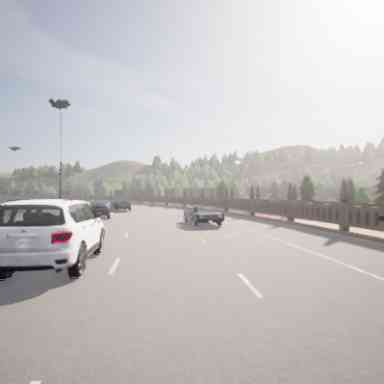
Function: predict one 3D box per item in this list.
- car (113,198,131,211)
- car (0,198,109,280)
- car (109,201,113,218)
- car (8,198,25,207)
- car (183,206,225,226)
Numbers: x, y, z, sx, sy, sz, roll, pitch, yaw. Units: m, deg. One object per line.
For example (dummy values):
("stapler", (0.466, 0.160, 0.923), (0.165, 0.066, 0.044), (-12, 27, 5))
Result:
("car", (-8.737, 1.506, 40.513), (2.128, 1.511, 4.902), (0, 0, -23))
("car", (-4.145, 1.233, 10.249), (2.150, 2.045, 5.566), (0, 0, -6))
("car", (-8.372, 1.523, 29.694), (1.837, 1.490, 4.892), (0, 0, -18))
("car", (-28.429, 1.686, 53.900), (1.895, 1.301, 4.718), (0, 0, -35))
("car", (0.690, 1.587, 23.200), (1.895, 1.301, 4.718), (0, 0, -13))
